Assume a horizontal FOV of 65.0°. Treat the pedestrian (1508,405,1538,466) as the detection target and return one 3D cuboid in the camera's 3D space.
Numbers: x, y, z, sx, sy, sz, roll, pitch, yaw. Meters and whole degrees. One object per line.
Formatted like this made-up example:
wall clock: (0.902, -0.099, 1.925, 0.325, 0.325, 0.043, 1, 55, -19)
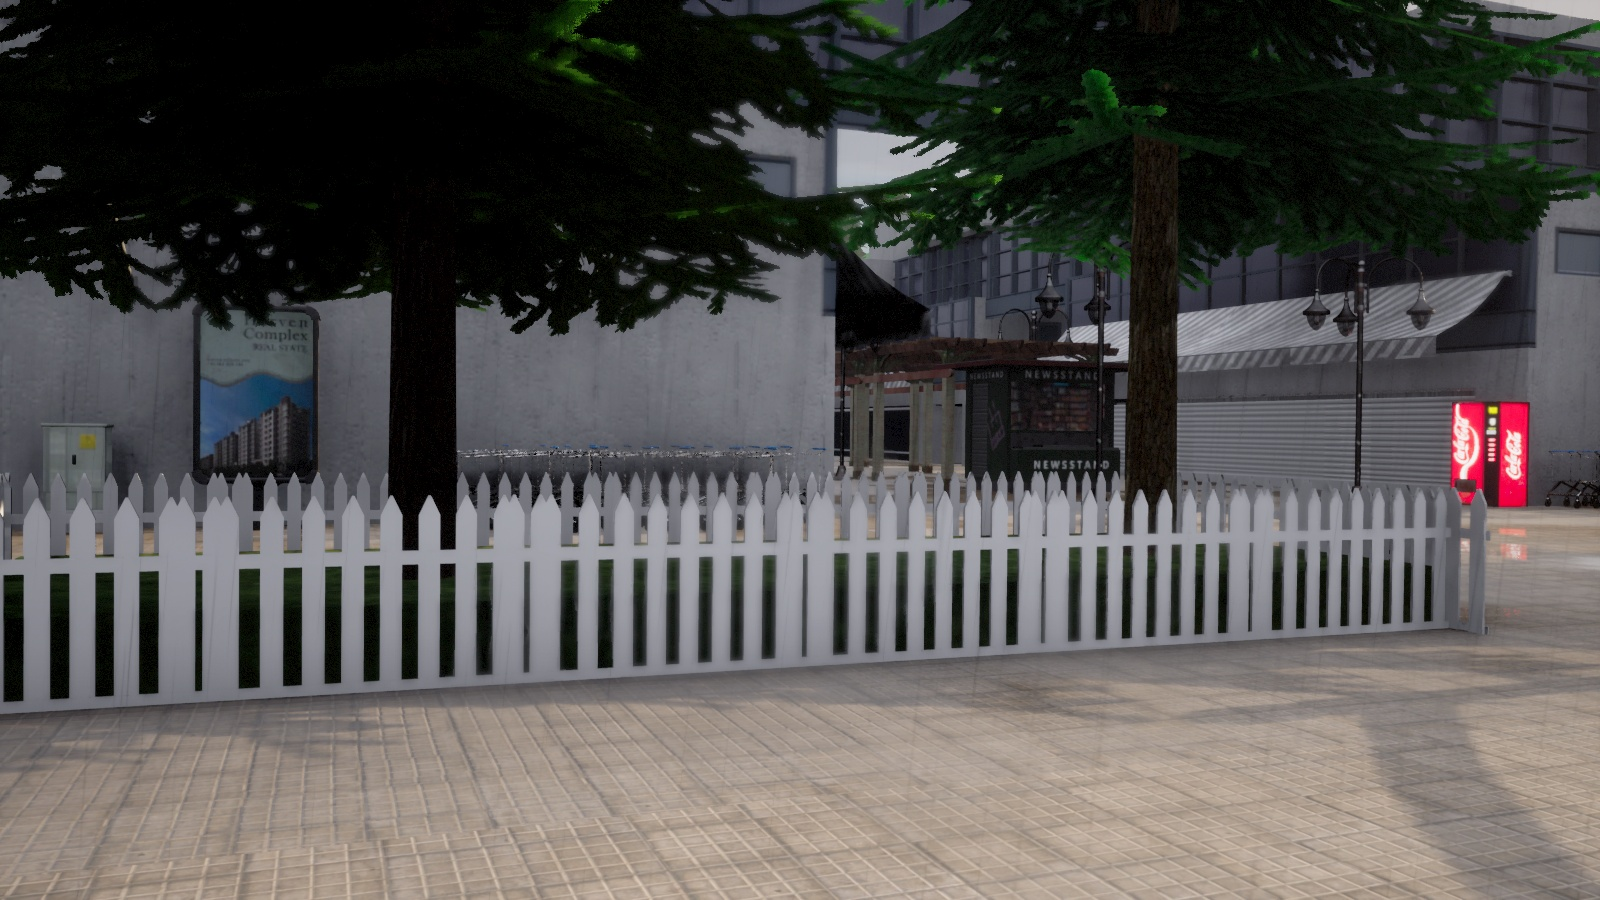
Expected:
pedestrian: (23.357, -0.469, 40.563, 0.423, 1.949, 0.788, -1, 1, -10)
